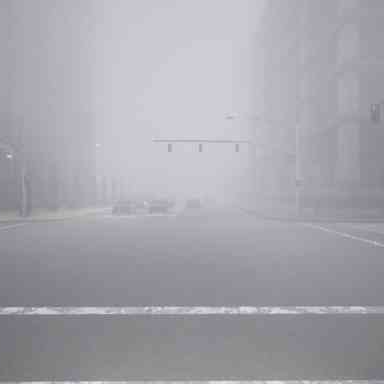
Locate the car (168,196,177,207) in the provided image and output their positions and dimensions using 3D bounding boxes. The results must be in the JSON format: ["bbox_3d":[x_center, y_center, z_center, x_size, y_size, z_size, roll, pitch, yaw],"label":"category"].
[{"bbox_3d":[-3.584,1.478,46.703,1.882,1.535,5.008,0,0,0],"label":"car"}]

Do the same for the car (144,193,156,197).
[{"bbox_3d":[-7.070,1.221,54.657,2.150,2.045,5.566,0,0,0],"label":"car"}]

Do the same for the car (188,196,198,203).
[{"bbox_3d":[0.122,1.564,68.277,1.994,1.385,4.181,0,0,0],"label":"car"}]

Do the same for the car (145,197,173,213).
[{"bbox_3d":[-3.588,1.547,37.057,2.033,1.411,5.357,0,0,0],"label":"car"}]

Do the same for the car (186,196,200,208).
[{"bbox_3d":[0.117,1.477,46.798,1.882,1.535,5.008,0,0,0],"label":"car"}]

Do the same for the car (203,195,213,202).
[{"bbox_3d":[3.524,1.508,73.669,1.812,1.442,4.674,0,0,0],"label":"car"}]

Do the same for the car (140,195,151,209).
[{"bbox_3d":[-7.083,1.505,44.293,1.837,1.490,4.892,0,0,0],"label":"car"}]

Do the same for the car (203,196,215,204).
[{"bbox_3d":[3.521,1.492,64.594,2.128,1.511,4.902,0,0,0],"label":"car"}]

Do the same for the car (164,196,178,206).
[{"bbox_3d":[-3.565,1.492,57.066,2.128,1.511,4.902,0,0,0],"label":"car"}]

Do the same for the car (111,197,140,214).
[{"bbox_3d":[-7.089,1.505,34.889,1.837,1.490,4.892,0,0,0],"label":"car"}]
